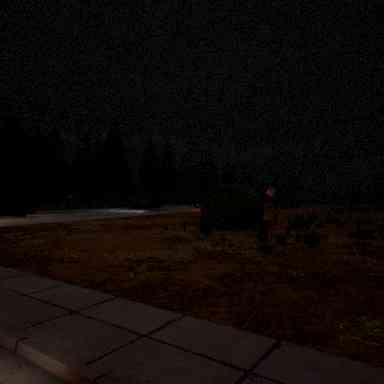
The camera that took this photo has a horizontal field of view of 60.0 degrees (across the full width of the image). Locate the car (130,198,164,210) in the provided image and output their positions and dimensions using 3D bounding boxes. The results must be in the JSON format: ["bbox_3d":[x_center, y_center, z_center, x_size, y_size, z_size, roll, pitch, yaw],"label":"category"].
[{"bbox_3d":[-5.767,1.504,42.677,1.882,1.535,5.008,0,0,36],"label":"car"}]

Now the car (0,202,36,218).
[{"bbox_3d":[-16.316,1.574,28.421,2.033,1.411,5.357,0,0,36],"label":"car"}]

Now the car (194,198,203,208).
[{"bbox_3d":[2.195,1.532,47.239,1.837,1.490,4.892,0,0,36],"label":"car"}]
